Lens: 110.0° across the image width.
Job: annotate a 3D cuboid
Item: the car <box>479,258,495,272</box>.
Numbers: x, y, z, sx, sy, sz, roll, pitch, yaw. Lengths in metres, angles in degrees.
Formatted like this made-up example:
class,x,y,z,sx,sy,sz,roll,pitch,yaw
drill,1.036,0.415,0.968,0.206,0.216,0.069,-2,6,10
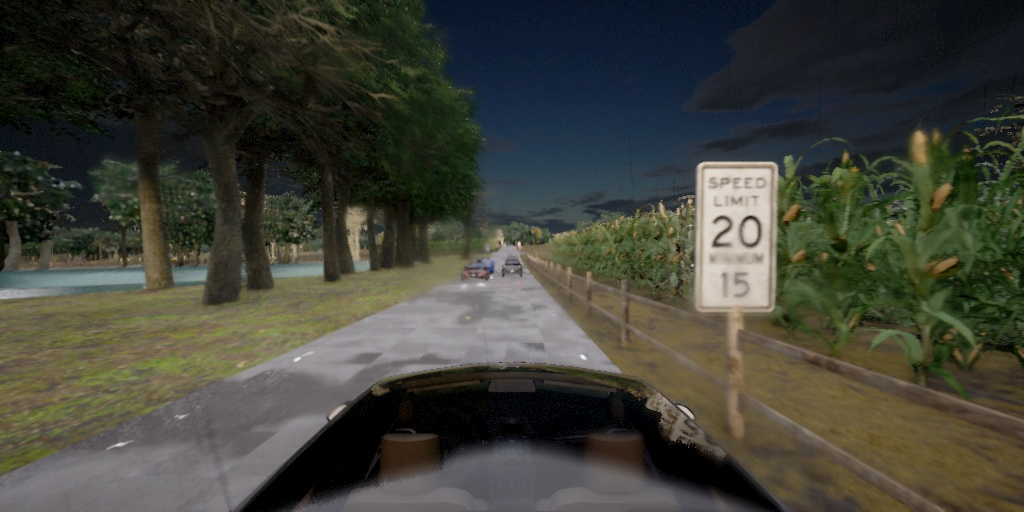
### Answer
class,x,y,z,sx,sy,sz,roll,pitch,yaw
car,-2.738,0.938,35.936,1.882,1.535,5.008,0,1,0

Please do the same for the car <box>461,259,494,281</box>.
class,x,y,z,sx,sy,sz,roll,pitch,yaw
car,-2.741,1.176,27.742,1.994,1.385,4.181,0,1,0

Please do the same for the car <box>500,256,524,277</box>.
class,x,y,z,sx,sy,sz,roll,pitch,yaw
car,0.020,1.015,32.162,2.128,1.511,4.902,0,1,0
